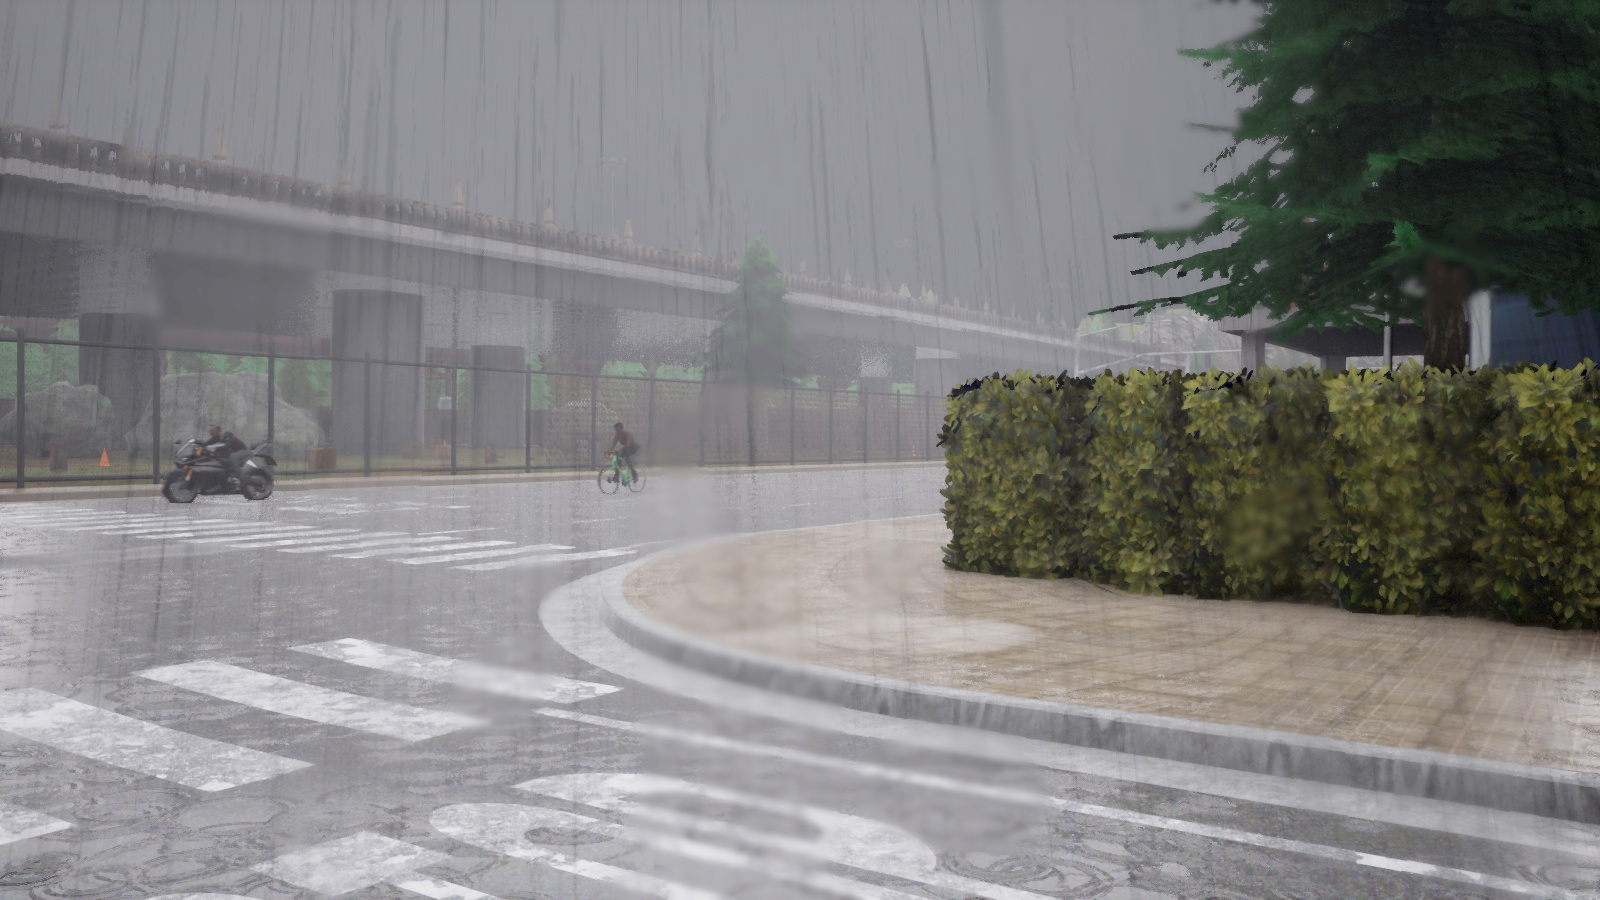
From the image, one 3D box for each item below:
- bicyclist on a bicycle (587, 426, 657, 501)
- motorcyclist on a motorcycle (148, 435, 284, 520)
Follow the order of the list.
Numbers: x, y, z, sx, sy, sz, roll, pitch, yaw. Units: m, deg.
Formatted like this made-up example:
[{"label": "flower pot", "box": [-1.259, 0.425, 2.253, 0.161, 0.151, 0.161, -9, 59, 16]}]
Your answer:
[{"label": "bicyclist on a bicycle", "box": [-4.003, 0.279, 28.307, 0.582, 1.620, 1.656, 0, 1, 33]}, {"label": "motorcyclist on a motorcycle", "box": [-11.094, 0.484, 23.943, 0.866, 1.530, 2.191, 0, 1, 34]}]
